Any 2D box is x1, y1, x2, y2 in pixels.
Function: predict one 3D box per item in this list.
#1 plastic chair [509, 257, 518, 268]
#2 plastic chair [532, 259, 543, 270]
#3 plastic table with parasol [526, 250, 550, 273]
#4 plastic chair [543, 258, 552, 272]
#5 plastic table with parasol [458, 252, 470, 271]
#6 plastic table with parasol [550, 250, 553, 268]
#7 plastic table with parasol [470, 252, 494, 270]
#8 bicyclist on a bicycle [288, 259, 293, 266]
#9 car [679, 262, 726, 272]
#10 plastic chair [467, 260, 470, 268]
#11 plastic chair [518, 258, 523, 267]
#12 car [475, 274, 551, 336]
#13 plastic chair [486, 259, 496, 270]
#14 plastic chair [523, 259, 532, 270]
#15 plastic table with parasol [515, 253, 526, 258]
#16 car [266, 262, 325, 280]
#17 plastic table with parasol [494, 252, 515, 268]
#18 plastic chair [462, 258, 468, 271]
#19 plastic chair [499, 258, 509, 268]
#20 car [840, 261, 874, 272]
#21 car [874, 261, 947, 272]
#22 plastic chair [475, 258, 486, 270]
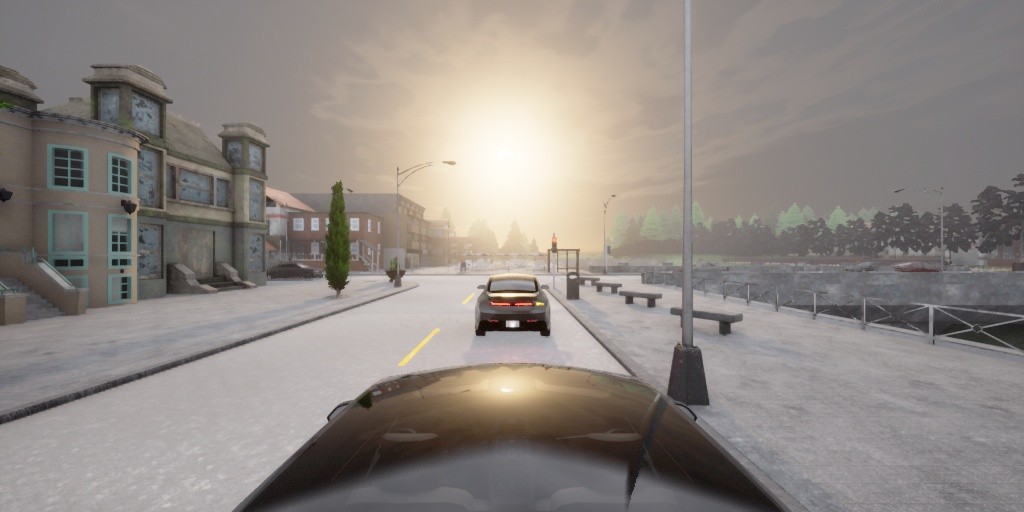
[{"bbox_3d":[0.144,1.279,57.644,0.730,1.272,0.750,0,0,0],"label":"plastic chair"},{"bbox_3d":[3.443,1.279,48.744,0.750,1.272,0.730,0,0,0],"label":"plastic chair"},{"bbox_3d":[3.583,0.675,50.014,2.482,2.480,2.482,0,0,0],"label":"plastic table with parasol"},{"bbox_3d":[4.843,1.279,49.844,0.730,1.272,0.750,0,0,0],"label":"plastic chair"},{"bbox_3d":[-7.126,0.675,57.355,2.482,2.480,2.482,0,0,0],"label":"plastic table with parasol"},{"bbox_3d":[4.994,0.675,58.644,2.482,2.480,2.482,0,0,0],"label":"plastic table with parasol"},{"bbox_3d":[-4.237,0.675,50.764,2.482,2.480,2.482,0,0,0],"label":"plastic table with parasol"},{"bbox_3d":[-24.188,1.099,39.139,0.582,1.620,1.656,0,0,0],"label":"bicyclist on a bicycle"},{"bbox_3d":[18.647,1.314,34.947,4.181,1.385,1.994,0,0,0],"label":"car"},{"bbox_3d":[-5.557,1.279,50.844,0.730,1.272,0.750,0,0,0],"label":"plastic chair"},{"bbox_3d":[1.047,1.279,64.176,0.750,1.272,0.730,0,0,-1],"label":"plastic chair"},{"bbox_3d":[0.035,1.255,10.345,1.837,1.490,4.892,0,0,1],"label":"car"},{"bbox_3d":[-2.957,1.279,50.644,0.730,1.272,0.750,0,0,0],"label":"plastic chair"},{"bbox_3d":[2.243,1.279,50.044,0.730,1.272,0.750,0,0,0],"label":"plastic chair"},{"bbox_3d":[1.164,0.675,65.354,2.482,2.480,2.482,0,0,0],"label":"plastic table with parasol"},{"bbox_3d":[-18.443,1.276,30.762,4.674,1.442,1.812,0,0,0],"label":"car"},{"bbox_3d":[-1.206,0.675,57.744,2.482,2.480,2.482,0,0,0],"label":"plastic table with parasol"},{"bbox_3d":[-7.053,1.279,56.176,0.750,1.272,0.730,0,0,-1],"label":"plastic chair"},{"bbox_3d":[-1.256,1.279,56.544,0.750,1.272,0.730,0,0,0],"label":"plastic chair"},{"bbox_3d":[34.921,1.254,34.939,4.892,1.490,1.837,0,0,0],"label":"car"},{"bbox_3d":[34.715,1.227,30.751,5.008,1.535,1.882,0,0,0],"label":"car"},{"bbox_3d":[-4.357,1.279,49.544,0.750,1.272,0.730,0,0,0],"label":"plastic chair"}]
